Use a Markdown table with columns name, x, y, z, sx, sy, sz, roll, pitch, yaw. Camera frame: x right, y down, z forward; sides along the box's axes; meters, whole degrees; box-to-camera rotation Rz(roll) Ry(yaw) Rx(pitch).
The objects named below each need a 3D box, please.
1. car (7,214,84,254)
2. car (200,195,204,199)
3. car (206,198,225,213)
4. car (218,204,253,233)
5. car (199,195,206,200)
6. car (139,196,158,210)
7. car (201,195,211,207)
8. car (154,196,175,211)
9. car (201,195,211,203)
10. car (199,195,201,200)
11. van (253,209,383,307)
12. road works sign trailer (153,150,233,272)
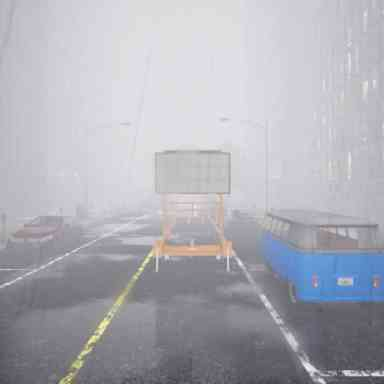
| name | x | y | z | sx | sy | sz | roll | pitch | yaw |
| --- | --- | --- | --- | --- | --- | --- | --- | --- | --- |
| car | -5.663 | 1.582 | 13.410 | 1.802 | 1.307 | 4.206 | 0 | 0 | 0 |
| car | 2.799 | 1.538 | 53.237 | 2.008 | 1.369 | 4.403 | 0 | 0 | 0 |
| car | 2.764 | 1.581 | 36.160 | 1.802 | 1.307 | 4.206 | 0 | 0 | 0 |
| car | 2.729 | 1.581 | 19.082 | 1.802 | 1.307 | 4.206 | 0 | 0 | 0 |
| car | 2.881 | 1.462 | 93.085 | 1.887 | 1.381 | 4.507 | 0 | 0 | 0 |
| car | -5.605 | 1.548 | 41.873 | 2.008 | 1.369 | 4.403 | 0 | 0 | 0 |
| car | 2.788 | 1.544 | 47.545 | 2.008 | 1.369 | 4.403 | 0 | 0 | 0 |
| car | -3.019 | 1.562 | 39.705 | 1.994 | 1.385 | 4.181 | 0 | 0 | 0 |
| car | 2.834 | 1.401 | 70.314 | 1.967 | 1.590 | 4.097 | 0 | 0 | 0 |
| car | 2.823 | 1.410 | 64.622 | 1.967 | 1.590 | 4.097 | 0 | 0 | 0 |
| van | 2.706 | 1.341 | 7.698 | 1.690 | 1.788 | 3.998 | 0 | 0 | 0 |
| road works sign trailer | 0.022 | 0.464 | 10.723 | 2.380 | 3.560 | 2.880 | 0 | 0 | 0 |
